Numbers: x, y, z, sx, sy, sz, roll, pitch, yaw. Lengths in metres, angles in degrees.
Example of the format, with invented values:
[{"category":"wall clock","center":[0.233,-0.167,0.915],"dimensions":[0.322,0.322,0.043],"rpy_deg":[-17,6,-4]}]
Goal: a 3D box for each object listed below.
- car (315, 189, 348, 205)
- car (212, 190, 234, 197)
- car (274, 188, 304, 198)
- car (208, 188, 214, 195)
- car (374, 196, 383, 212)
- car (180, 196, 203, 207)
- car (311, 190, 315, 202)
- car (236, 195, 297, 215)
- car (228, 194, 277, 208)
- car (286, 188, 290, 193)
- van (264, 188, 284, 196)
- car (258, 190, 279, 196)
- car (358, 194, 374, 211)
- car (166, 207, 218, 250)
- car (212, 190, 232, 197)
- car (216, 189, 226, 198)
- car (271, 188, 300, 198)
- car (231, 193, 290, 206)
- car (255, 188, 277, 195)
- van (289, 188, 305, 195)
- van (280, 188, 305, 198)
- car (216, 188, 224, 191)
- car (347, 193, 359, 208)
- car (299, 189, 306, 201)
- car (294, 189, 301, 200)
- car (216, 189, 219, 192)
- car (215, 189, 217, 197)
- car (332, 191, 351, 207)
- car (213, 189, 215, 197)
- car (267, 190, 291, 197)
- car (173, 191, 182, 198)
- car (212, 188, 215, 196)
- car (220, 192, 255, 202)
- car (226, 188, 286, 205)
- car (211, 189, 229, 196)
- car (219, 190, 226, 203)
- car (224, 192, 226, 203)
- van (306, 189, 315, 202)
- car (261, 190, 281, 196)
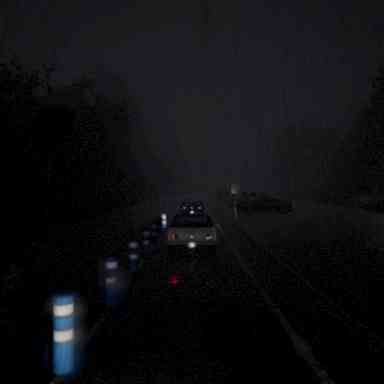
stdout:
[{"category":"car","center":[20.038,0.664,44.487],"dimensions":[5.566,2.045,2.435],"rpy_deg":[0,1,0]},{"category":"car","center":[7.227,0.342,77.936],"dimensions":[4.892,1.521,2.231],"rpy_deg":[0,1,1]},{"category":"car","center":[20.198,0.209,69.406],"dimensions":[5.566,2.045,2.435],"rpy_deg":[0,1,0]},{"category":"car","center":[7.011,0.380,75.162],"dimensions":[5.366,1.575,1.946],"rpy_deg":[0,1,0]},{"category":"car","center":[19.921,1.113,30.769],"dimensions":[4.553,1.767,2.185],"rpy_deg":[0,1,0]},{"category":"car","center":[0.011,1.286,29.163],"dimensions":[1.895,1.301,4.718],"rpy_deg":[0,1,0]},{"category":"car","center":[20.005,0.880,47.263],"dimensions":[4.792,1.488,2.163],"rpy_deg":[0,1,0]},{"category":"car","center":[6.781,1.277,30.764],"dimensions":[4.792,1.488,2.163],"rpy_deg":[0,1,0]},{"category":"car","center":[7.068,1.049,39.087],"dimensions":[5.366,1.575,1.946],"rpy_deg":[0,1,0]},{"category":"car","center":[20.159,0.583,61.101],"dimensions":[5.008,1.535,2.097],"rpy_deg":[0,1,1]},{"category":"van","center":[20.465,0.027,83.380],"dimensions":[4.442,1.987,1.878],"rpy_deg":[0,1,1]},{"category":"car","center":[20.390,0.172,88.799],"dimensions":[5.008,1.535,2.097],"rpy_deg":[0,1,1]},{"category":"car","center":[19.884,1.206,33.418],"dimensions":[4.792,1.488,2.163],"rpy_deg":[0,1,1]},{"category":"car","center":[0.006,1.567,14.130],"dimensions":[1.895,1.301,4.718],"rpy_deg":[0,1,0]},{"category":"car","center":[7.238,0.301,80.712],"dimensions":[4.892,1.521,2.231],"rpy_deg":[0,1,1]},{"category":"car","center":[6.795,0.787,50.312],"dimensions":[5.366,1.575,1.946],"rpy_deg":[0,1,1]},{"category":"car","center":[20.222,0.168,72.176],"dimensions":[5.566,2.045,2.435],"rpy_deg":[0,1,0]},{"category":"car","center":[6.839,1.182,33.538],"dimensions":[5.008,1.535,2.097],"rpy_deg":[0,1,0]},{"category":"car","center":[20.392,-0.122,91.690],"dimensions":[5.566,2.045,2.435],"rpy_deg":[0,1,0]},{"category":"van","center":[20.021,0.402,58.313],"dimensions":[4.442,1.987,1.878],"rpy_deg":[0,1,0]},{"category":"van","center":[20.085,0.275,66.638],"dimensions":[4.442,1.987,1.878],"rpy_deg":[0,1,1]},{"category":"car","center":[7.082,0.507,58.506],"dimensions":[4.553,1.767,2.185],"rpy_deg":[0,1,0]},{"category":"car","center":[19.935,1.151,36.187],"dimensions":[4.674,1.452,2.002],"rpy_deg":[0,1,1]},{"category":"car","center":[20.112,0.755,52.926],"dimensions":[4.792,1.488,2.163],"rpy_deg":[0,1,1]},{"category":"car","center":[20.135,0.704,55.565],"dimensions":[4.792,1.488,2.163],"rpy_deg":[0,1,1]},{"category":"car","center":[7.021,0.681,55.730],"dimensions":[4.892,1.521,2.231],"rpy_deg":[0,1,0]},{"category":"car","center":[7.105,0.618,61.281],"dimensions":[4.792,1.488,2.163],"rpy_deg":[0,1,1]},{"category":"car","center":[19.776,1.043,38.957],"dimensions":[5.366,1.575,1.946],"rpy_deg":[0,1,1]},{"category":"car","center":[7.095,0.536,66.834],"dimensions":[4.792,1.488,2.163],"rpy_deg":[0,1,1]},{"category":"car","center":[20.293,0.337,77.720],"dimensions":[5.008,1.535,2.097],"rpy_deg":[0,1,1]},{"category":"car","center":[-3.092,0.464,72.414],"dimensions":[2.033,1.411,5.357],"rpy_deg":[0,1,0]},{"category":"car","center":[7.119,0.495,69.610],"dimensions":[4.792,1.488,2.163],"rpy_deg":[0,1,0]},{"category":"car","center":[7.188,0.730,52.961],"dimensions":[5.366,1.575,1.946],"rpy_deg":[0,1,0]},{"category":"car","center":[6.886,0.866,36.307],"dimensions":[5.566,2.045,2.435],"rpy_deg":[0,1,1]},{"category":"car","center":[7.262,0.092,86.262],"dimensions":[4.553,1.767,2.185],"rpy_deg":[0,1,0]},{"category":"car","center":[6.745,0.918,44.640],"dimensions":[5.366,1.575,1.946],"rpy_deg":[0,1,0]},{"category":"car","center":[6.913,0.987,41.864],"dimensions":[4.892,1.521,2.231],"rpy_deg":[0,1,0]},{"category":"van","center":[20.176,0.559,50.149],"dimensions":[4.442,1.987,1.878],"rpy_deg":[0,1,0]},{"category":"car","center":[20.369,0.253,86.029],"dimensions":[4.674,1.452,2.002],"rpy_deg":[0,1,0]}]
